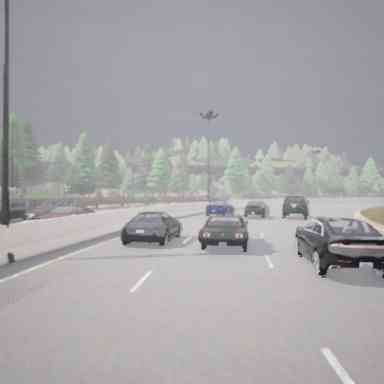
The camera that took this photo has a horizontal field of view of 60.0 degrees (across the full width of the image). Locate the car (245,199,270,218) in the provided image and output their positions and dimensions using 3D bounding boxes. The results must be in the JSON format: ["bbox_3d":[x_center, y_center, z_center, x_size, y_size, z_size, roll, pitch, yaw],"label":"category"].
[{"bbox_3d":[6.205,1.614,31.541,1.837,1.490,4.892,0,0,20],"label":"car"}]

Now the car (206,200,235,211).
[{"bbox_3d":[2.827,1.575,32.500,1.882,1.535,5.008,0,0,20],"label":"car"}]

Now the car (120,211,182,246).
[{"bbox_3d":[-1.777,1.598,15.626,1.994,1.385,4.181,0,0,10],"label":"car"}]

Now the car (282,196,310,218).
[{"bbox_3d":[9.796,1.344,31.254,2.150,2.045,5.566,0,0,21],"label":"car"}]

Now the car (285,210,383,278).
[{"bbox_3d":[4.454,1.537,10.330,2.128,1.511,4.902,0,0,7],"label":"car"}]

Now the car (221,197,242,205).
[{"bbox_3d":[7.596,1.722,63.020,1.812,1.442,4.674,0,0,37],"label":"car"}]

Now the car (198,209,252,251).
[{"bbox_3d":[1.513,1.646,14.497,1.895,1.301,4.718,0,0,10],"label":"car"}]

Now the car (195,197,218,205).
[{"bbox_3d":[2.745,1.653,62.353,1.882,1.535,5.008,0,0,35],"label":"car"}]

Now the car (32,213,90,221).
[{"bbox_3d":[-7.963,1.550,21.397,1.812,1.442,4.674,0,0,13],"label":"car"}]
